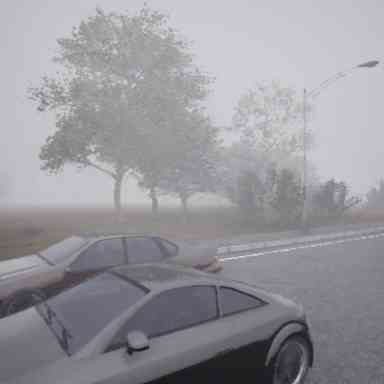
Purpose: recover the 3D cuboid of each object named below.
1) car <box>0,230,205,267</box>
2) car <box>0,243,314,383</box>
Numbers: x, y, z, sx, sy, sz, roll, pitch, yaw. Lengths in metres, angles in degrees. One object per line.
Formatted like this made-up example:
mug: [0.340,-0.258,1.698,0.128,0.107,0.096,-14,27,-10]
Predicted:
car: [-1.821,1.548,6.995,5.357,1.411,2.033,0,0,-35]
car: [-0.603,1.564,3.562,4.181,1.385,1.994,0,0,-35]
